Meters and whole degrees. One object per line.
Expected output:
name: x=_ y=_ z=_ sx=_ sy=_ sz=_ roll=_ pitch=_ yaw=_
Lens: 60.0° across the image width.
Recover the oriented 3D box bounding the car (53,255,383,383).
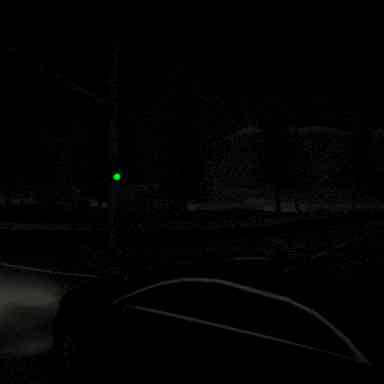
car: x=0.422 y=1.489 z=3.692 sx=4.902 sy=1.511 sz=2.128 roll=0 pitch=0 yaw=36
